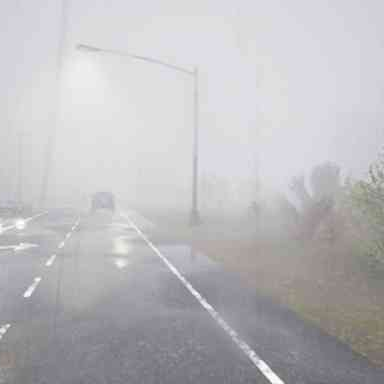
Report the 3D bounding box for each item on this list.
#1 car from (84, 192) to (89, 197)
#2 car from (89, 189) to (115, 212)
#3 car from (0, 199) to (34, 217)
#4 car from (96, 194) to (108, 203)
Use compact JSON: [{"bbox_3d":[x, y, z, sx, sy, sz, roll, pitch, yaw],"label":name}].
[{"bbox_3d":[-27.564,0.709,87.857,2.033,1.411,5.357,1,0,-15],"label":"car"},{"bbox_3d":[-9.170,0.956,34.308,2.150,2.045,5.566,1,0,-15],"label":"car"},{"bbox_3d":[-14.627,1.283,27.716,1.895,1.301,4.718,1,0,-16],"label":"car"},{"bbox_3d":[-15.954,1.112,58.907,1.895,1.301,4.718,1,0,-15],"label":"car"}]
